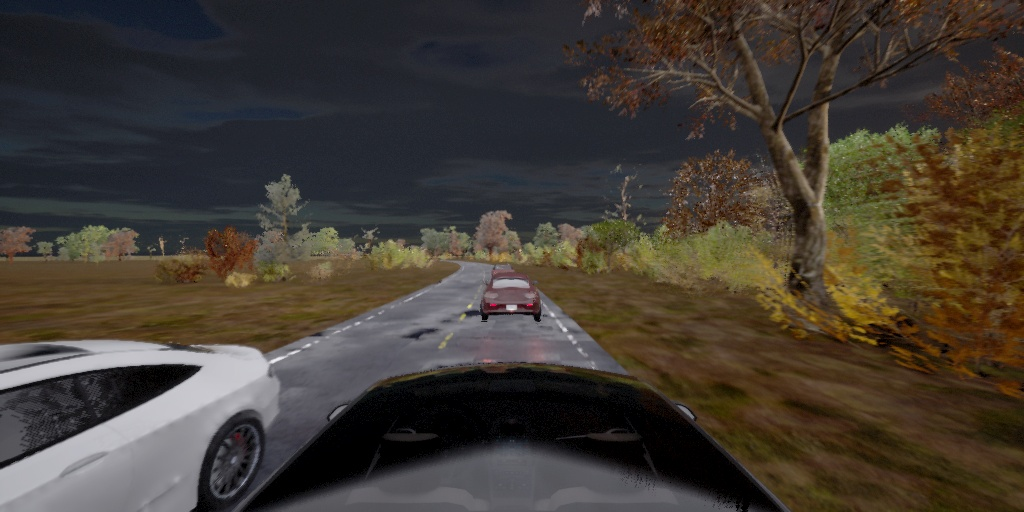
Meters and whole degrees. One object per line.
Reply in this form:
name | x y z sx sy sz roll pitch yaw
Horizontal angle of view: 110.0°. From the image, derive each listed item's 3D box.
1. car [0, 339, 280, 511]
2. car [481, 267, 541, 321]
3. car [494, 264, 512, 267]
car | -3.125 1.278 1.625 1.812 1.442 4.674 0 0 0
car | -0.064 1.276 12.343 1.812 1.442 4.674 0 0 -1
car | -0.796 1.356 30.177 1.895 1.301 4.718 0 0 -3
